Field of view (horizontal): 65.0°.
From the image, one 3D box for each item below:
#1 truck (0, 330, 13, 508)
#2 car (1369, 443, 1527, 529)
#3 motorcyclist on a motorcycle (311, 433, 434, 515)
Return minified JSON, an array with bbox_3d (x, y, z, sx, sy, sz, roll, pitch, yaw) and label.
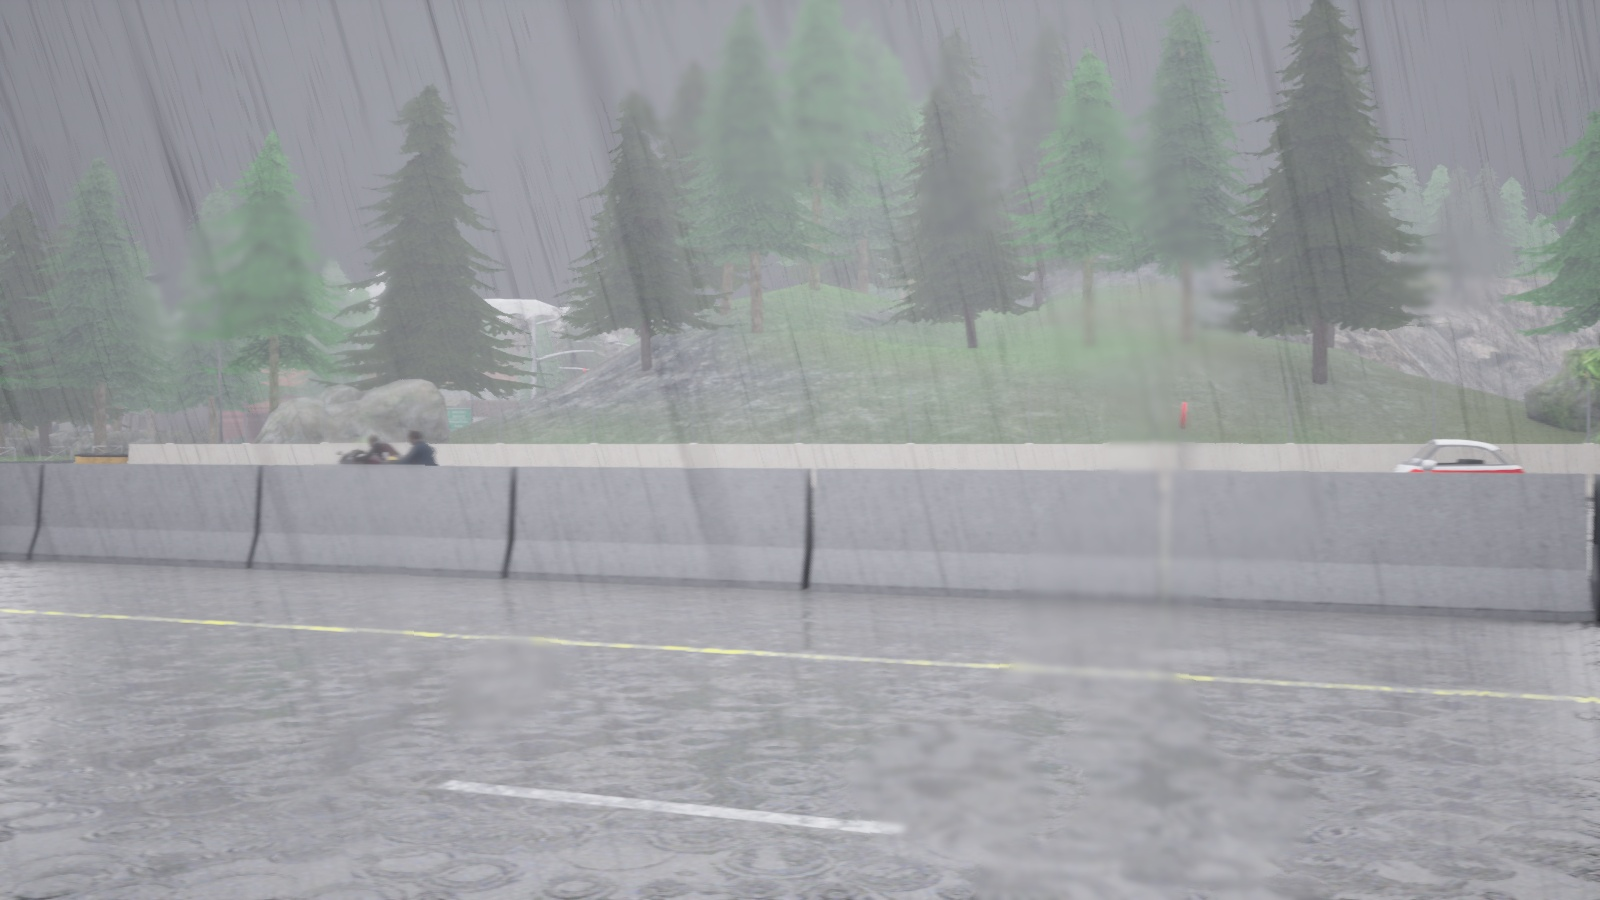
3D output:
[{"bbox_3d":[-19.702,-0.623,24.577,7.936,3.462,2.891,1,1,19],"label":"truck"},{"bbox_3d":[11.086,0.577,21.614,2.207,1.376,1.481,1,1,19],"label":"car"},{"bbox_3d":[-8.326,0.439,24.457,2.191,1.530,0.866,1,1,19],"label":"motorcyclist on a motorcycle"}]
